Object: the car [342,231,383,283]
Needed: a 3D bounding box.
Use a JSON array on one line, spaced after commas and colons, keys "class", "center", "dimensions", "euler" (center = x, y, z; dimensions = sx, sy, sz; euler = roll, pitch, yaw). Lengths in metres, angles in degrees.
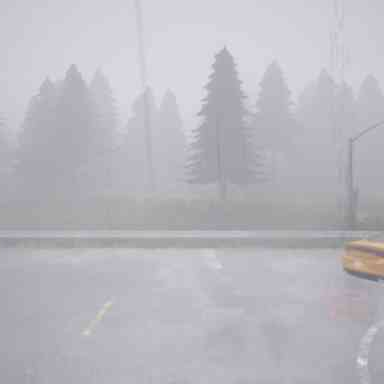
[{"class": "car", "center": [6.555, 1.698, 9.038], "dimensions": [5.008, 1.535, 1.882], "euler": [1, -2, -16]}]
